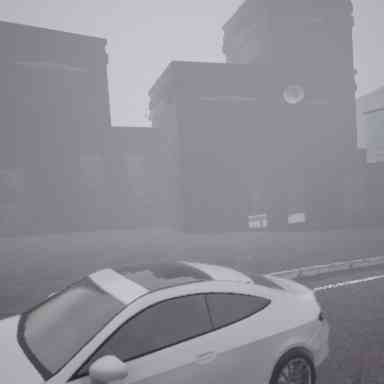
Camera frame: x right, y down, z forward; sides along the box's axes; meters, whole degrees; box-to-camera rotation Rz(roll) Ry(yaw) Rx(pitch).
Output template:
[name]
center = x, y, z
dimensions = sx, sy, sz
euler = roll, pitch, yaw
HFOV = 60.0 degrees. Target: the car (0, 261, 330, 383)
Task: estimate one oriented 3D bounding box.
[car]
center = -0.578, 1.518, 3.286
dimensions = 4.674, 1.442, 1.812
euler = 0, 0, -33
